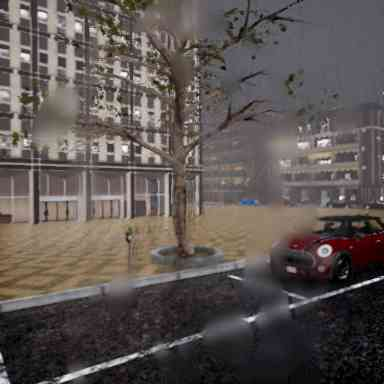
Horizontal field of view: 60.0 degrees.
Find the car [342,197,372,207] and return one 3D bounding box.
[{"bbox_3d":[28.085,1.690,56.793,1.967,1.590,4.097,-2,0,-36],"label":"car"}]

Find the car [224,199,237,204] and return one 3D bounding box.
[{"bbox_3d":[9.695,2.292,81.969,1.802,1.307,4.206,-2,0,-36],"label":"car"}]

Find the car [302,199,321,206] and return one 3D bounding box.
[{"bbox_3d":[22.826,1.963,63.974,1.802,1.307,4.206,-2,0,-36],"label":"car"}]

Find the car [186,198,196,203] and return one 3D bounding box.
[{"bbox_3d":[-0.109,2.396,95.500,1.967,1.590,4.097,-2,0,-36],"label":"car"}]

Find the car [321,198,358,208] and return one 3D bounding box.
[{"bbox_3d":[22.404,1.853,49.915,2.008,1.369,4.403,-2,0,-36],"label":"car"}]

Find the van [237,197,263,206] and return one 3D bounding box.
[{"bbox_3d":[11.400,1.920,65.272,1.690,1.788,3.998,-2,0,-36],"label":"van"}]

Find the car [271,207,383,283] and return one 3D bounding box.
[{"bbox_3d":[4.118,1.416,9.507,4.097,1.590,1.967,0,0,-36],"label":"car"}]

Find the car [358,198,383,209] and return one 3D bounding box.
[{"bbox_3d":[25.671,1.772,45.404,2.008,1.369,4.403,-2,0,-36],"label":"car"}]

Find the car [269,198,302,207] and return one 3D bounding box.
[{"bbox_3d":[16.323,2.000,58.388,1.887,1.381,4.507,-2,0,-36],"label":"car"}]

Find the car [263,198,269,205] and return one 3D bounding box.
[{"bbox_3d":[16.228,1.985,72.951,1.967,1.590,4.097,-2,0,-36],"label":"car"}]
